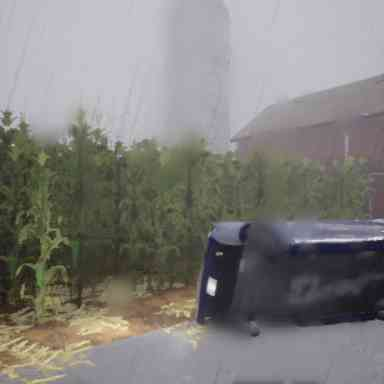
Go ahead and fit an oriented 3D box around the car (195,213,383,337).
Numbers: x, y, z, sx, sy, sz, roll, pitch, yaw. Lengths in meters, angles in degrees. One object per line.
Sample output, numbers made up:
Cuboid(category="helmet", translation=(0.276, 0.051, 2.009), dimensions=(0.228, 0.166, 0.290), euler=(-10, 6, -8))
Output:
Cuboid(category="car", translation=(2.353, 1.374, 5.930), dimensions=(4.718, 1.895, 1.301), euler=(1, 22, -15))
